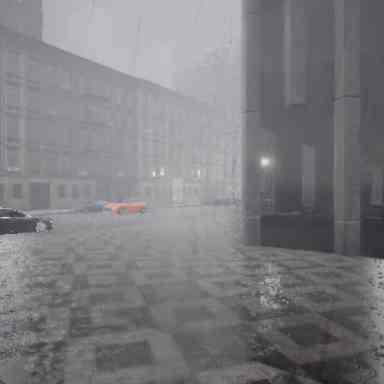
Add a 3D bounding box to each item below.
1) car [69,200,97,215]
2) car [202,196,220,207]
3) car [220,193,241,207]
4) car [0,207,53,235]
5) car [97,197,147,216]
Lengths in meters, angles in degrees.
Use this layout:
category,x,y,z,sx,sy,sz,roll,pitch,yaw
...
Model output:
category,x,y,z,sx,sy,sz,roll,pitch,yaw
car,-9.961,1.503,33.255,1.812,1.442,4.674,0,0,36
car,3.450,1.432,51.836,1.882,1.535,5.008,0,0,36
car,7.114,1.171,51.337,2.150,2.045,5.566,0,0,36
car,-9.565,1.551,16.908,1.837,1.490,4.892,0,0,36
car,-6.515,1.327,32.484,2.097,1.767,4.553,0,0,36
